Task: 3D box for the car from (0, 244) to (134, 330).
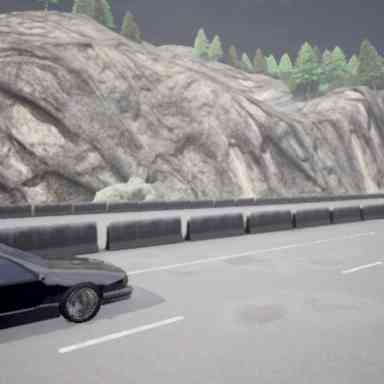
[{"bbox_3d":[-3.720,1.559,5.383,5.357,1.411,2.033,-1,0,-36],"label":"car"}]
